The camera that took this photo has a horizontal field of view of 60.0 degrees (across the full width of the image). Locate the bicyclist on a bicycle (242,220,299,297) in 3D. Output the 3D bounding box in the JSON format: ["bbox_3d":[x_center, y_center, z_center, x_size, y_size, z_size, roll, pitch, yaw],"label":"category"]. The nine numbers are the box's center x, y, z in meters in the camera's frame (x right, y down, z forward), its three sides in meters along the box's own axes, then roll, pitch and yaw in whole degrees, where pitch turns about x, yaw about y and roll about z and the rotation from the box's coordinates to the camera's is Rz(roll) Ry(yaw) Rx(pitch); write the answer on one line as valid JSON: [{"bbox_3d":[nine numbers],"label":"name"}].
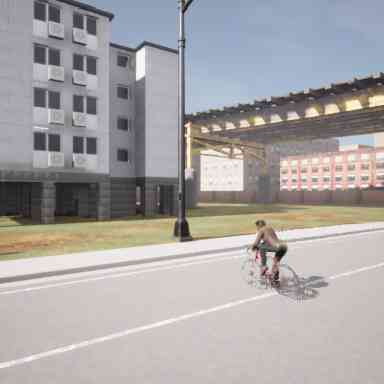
[{"bbox_3d":[1.691,1.455,7.500,0.582,1.620,1.656,0,-2,-36],"label":"bicyclist on a bicycle"}]
